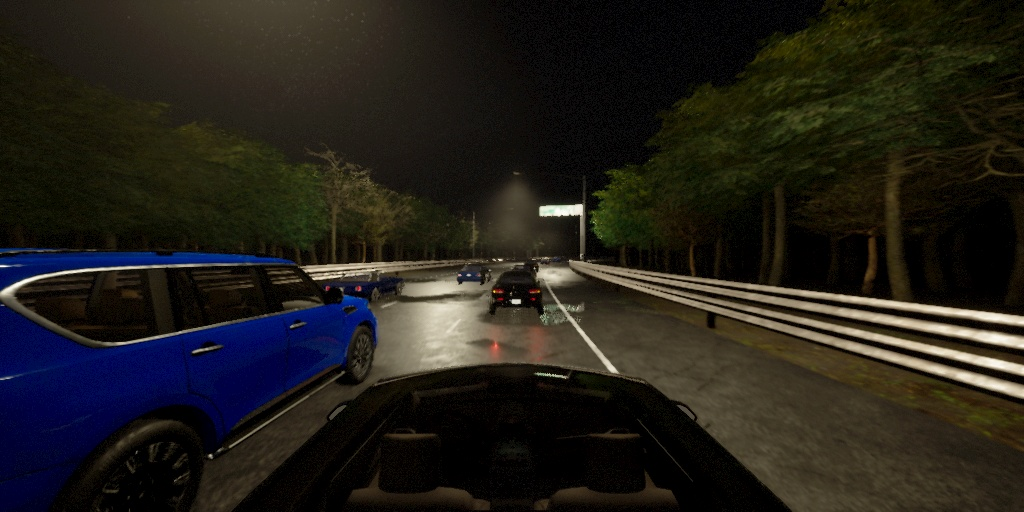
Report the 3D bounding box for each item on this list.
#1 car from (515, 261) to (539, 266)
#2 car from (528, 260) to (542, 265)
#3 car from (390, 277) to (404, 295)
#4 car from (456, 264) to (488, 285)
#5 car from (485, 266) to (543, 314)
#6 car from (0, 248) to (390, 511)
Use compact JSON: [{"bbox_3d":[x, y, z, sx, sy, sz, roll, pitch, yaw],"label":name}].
[{"bbox_3d":[0.800,1.313,26.299,1.994,1.385,4.181,0,0,4],"label":"car"},{"bbox_3d":[2.412,1.263,44.928,1.812,1.442,4.674,0,0,6],"label":"car"},{"bbox_3d":[-6.614,1.338,16.548,1.895,1.301,4.718,0,0,2],"label":"car"},{"bbox_3d":[-2.658,1.289,25.891,2.033,1.411,5.357,0,0,4],"label":"car"},{"bbox_3d":[0.208,1.280,13.691,1.812,1.442,4.674,0,0,2],"label":"car"},{"bbox_3d":[-3.388,0.966,3.832,2.150,2.045,5.566,0,0,0],"label":"car"}]
